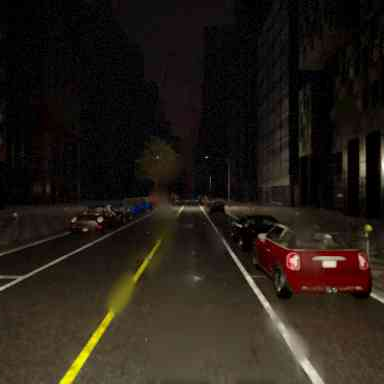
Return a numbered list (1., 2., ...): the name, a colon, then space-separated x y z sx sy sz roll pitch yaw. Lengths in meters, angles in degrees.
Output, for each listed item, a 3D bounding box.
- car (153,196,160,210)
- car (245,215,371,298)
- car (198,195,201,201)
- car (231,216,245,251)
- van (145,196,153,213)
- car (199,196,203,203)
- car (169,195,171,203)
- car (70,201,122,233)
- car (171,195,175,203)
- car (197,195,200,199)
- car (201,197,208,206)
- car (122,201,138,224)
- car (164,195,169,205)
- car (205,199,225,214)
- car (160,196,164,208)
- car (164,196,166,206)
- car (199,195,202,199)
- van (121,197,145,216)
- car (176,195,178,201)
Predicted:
1. car: -5.773 1.509 42.686 2.192 1.841 5.009 0 0 0
2. car: 2.761 1.478 8.627 1.967 1.590 4.097 0 0 0
3. car: 2.745 1.908 71.080 1.802 1.307 4.206 0 0 0
4. car: 2.760 1.630 14.305 1.947 1.339 4.313 0 0 0
5. van: -5.771 1.509 37.008 1.690 1.788 3.998 0 0 0
6. car: 2.748 1.853 59.725 1.802 1.307 4.206 0 0 0
7. car: -5.778 1.851 65.393 2.008 1.369 4.403 0 0 0
8. car: -5.767 1.531 19.975 1.967 1.590 4.097 0 0 0
9. car: -5.781 1.671 76.749 2.192 1.841 5.009 0 0 0
10. car: 2.744 1.794 76.759 1.967 1.590 4.097 0 0 0
11. car: 2.751 1.769 48.370 2.008 1.369 4.403 0 0 0
12. car: -5.768 1.667 25.652 2.008 1.369 4.403 0 0 0
13. car: -5.777 1.588 59.717 2.192 1.841 5.009 0 0 0
14. car: 2.754 1.748 37.015 1.802 1.307 4.206 0 0 0
15. car: -5.774 1.535 48.363 2.192 1.841 5.009 0 0 0
16. car: -5.775 1.812 54.039 1.947 1.339 4.313 0 0 0
17. car: 2.747 1.824 65.573 1.752 1.417 4.829 0 0 0
18. van: -5.770 1.483 31.330 1.690 1.788 3.998 0 0 0
19. car: -5.785 2.025 93.780 1.802 1.307 4.206 0 0 0
